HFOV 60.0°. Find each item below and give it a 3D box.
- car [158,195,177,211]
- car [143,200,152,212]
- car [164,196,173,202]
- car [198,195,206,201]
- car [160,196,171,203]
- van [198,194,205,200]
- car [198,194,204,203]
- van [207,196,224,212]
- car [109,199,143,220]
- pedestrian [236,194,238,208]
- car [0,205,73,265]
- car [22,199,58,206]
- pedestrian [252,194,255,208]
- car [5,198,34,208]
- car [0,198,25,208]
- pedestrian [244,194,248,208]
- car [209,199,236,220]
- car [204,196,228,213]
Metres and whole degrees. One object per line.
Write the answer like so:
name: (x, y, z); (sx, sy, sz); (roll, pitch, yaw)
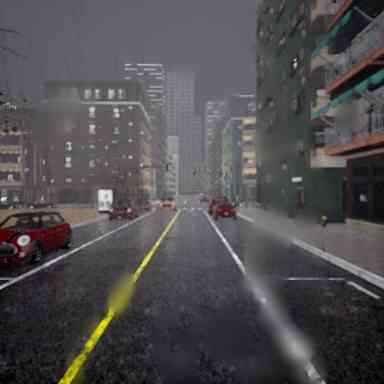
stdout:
car: (-3.016, 1.379, 42.156); (2.097, 1.767, 4.553); (0, 0, 0)
car: (-5.696, 1.607, 39.161); (1.802, 1.307, 4.206); (0, 0, 0)
car: (-5.696, 1.643, 82.614); (1.947, 1.339, 4.313); (0, 0, 0)
car: (2.685, 1.630, 88.125); (1.887, 1.381, 4.507); (0, 0, 0)
car: (-5.696, 1.627, 71.567); (1.947, 1.339, 4.313); (0, 0, 0)
van: (2.683, 1.436, 93.649); (1.690, 1.788, 3.998); (0, 0, 0)
car: (2.685, 1.643, 71.555); (1.802, 1.307, 4.206); (0, 0, 0)
van: (2.683, 1.366, 39.160); (1.690, 1.788, 3.998); (0, 0, 0)
car: (-5.698, 1.456, 28.106); (1.967, 1.590, 4.097); (0, 0, 0)
pedestrian: (6.136, 1.177, 44.918); (0.375, 1.860, 0.375); (0, 0, 0)
car: (-5.698, 1.445, 11.523); (1.967, 1.590, 4.097); (0, 0, 0)
car: (-22.403, 1.925, 49.915); (4.403, 1.369, 2.008); (-1, 1, 0)
pedestrian: (8.136, 1.196, 44.318); (0.375, 1.860, 0.375); (0, 0, 0)
car: (-30.272, 1.870, 58.496); (4.097, 1.590, 1.967); (-1, 1, 0)
car: (-27.972, 2.006, 49.875); (4.403, 1.369, 2.008); (-1, 1, 0)
pedestrian: (7.136, 1.179, 43.718); (0.375, 1.860, 0.375); (0, 0, 0)
car: (2.684, 1.560, 28.104); (1.887, 1.381, 4.507); (0, 0, 0)
car: (2.682, 1.336, 33.633); (2.192, 1.841, 5.009); (0, 0, 0)
